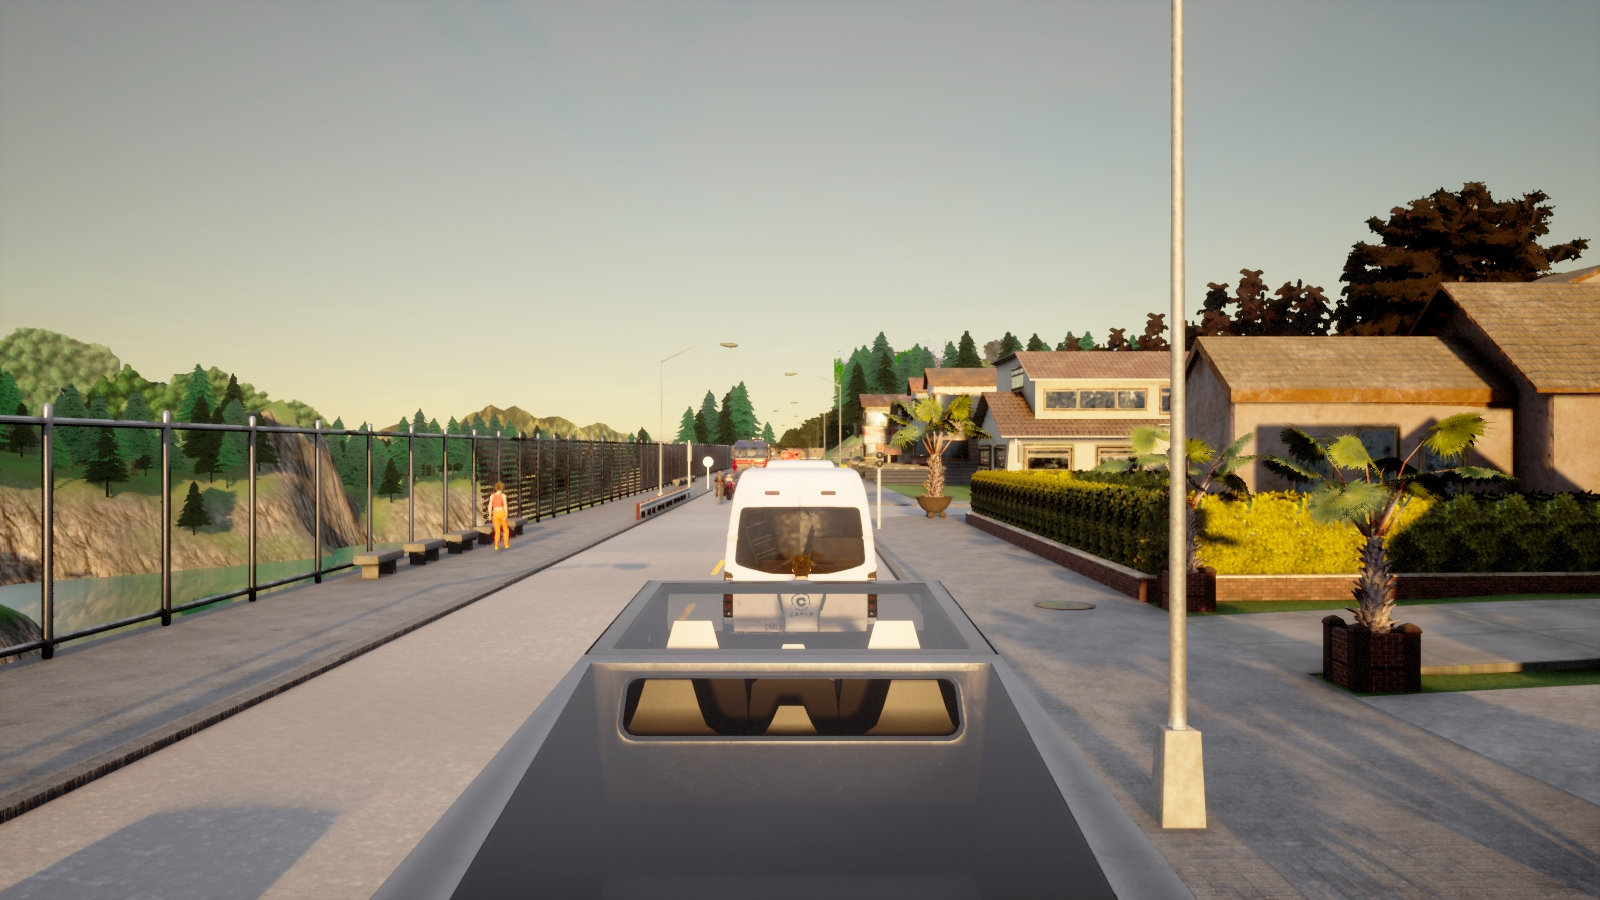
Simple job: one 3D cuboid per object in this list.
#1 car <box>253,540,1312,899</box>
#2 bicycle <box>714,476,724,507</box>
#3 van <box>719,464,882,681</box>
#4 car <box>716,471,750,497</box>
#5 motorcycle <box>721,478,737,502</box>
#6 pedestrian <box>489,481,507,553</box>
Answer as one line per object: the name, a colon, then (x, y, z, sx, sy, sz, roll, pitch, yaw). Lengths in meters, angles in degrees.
car: (-0.034, 1.751, 5.716, 2.390, 2.098, 6.274, 0, 0, 0)
bicycle: (-3.973, 2.038, 56.204, 0.329, 1.471, 1.835, 0, 0, 0)
van: (0.009, 1.528, 16.844, 1.988, 2.561, 5.915, 0, 0, 0)
car: (-3.975, 2.011, 68.263, 1.845, 1.501, 3.633, 0, 0, 0)
motorcycle: (-3.834, 2.162, 61.603, 0.803, 1.199, 2.033, 0, 0, -4)
pedestrian: (-7.857, 1.732, 29.759, 0.375, 1.860, 0.375, 0, 0, 0)
